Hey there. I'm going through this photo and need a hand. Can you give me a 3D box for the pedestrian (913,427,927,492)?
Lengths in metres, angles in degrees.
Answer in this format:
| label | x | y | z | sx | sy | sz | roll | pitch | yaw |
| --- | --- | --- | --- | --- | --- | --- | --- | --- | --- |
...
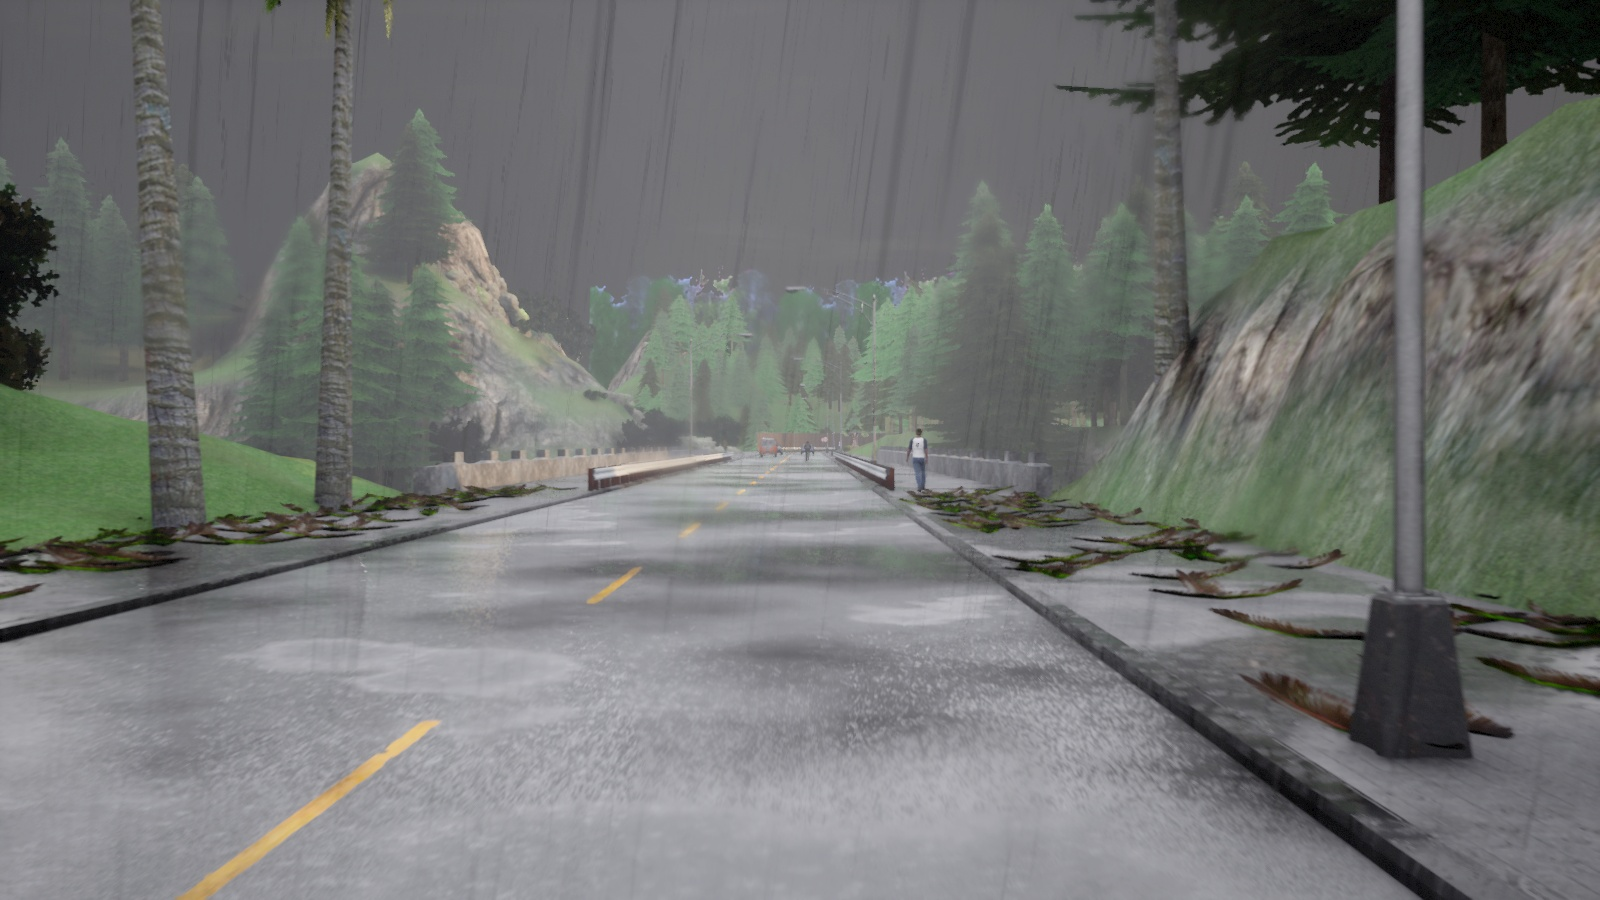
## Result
| label | x | y | z | sx | sy | sz | roll | pitch | yaw |
| --- | --- | --- | --- | --- | --- | --- | --- | --- | --- |
| pedestrian | 3.404 | 0.258 | 35.652 | 0.354 | 1.836 | 0.706 | 0 | 0 | 9 |
